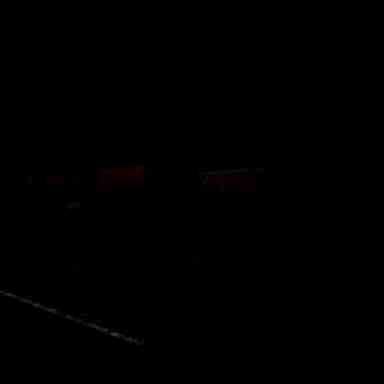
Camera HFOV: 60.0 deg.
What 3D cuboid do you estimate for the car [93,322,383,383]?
[{"bbox_3d":[1.255,1.545,1.944,4.507,1.381,1.887,0,-1,36],"label":"car"}]
